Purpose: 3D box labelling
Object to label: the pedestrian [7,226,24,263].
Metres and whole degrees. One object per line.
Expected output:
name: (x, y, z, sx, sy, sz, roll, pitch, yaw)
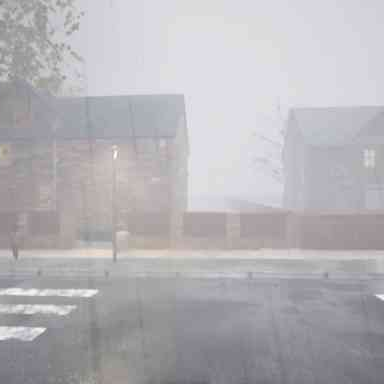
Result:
pedestrian: (-5.711, 1.341, 10.783, 0.375, 1.860, 0.375, 0, -1, 5)
